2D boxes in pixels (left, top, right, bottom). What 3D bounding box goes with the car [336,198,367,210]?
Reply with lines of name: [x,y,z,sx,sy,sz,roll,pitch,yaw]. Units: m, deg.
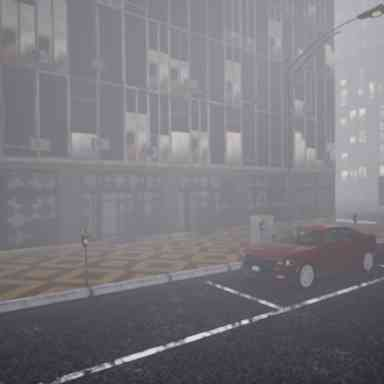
car: [17.879,1.336,38.987,1.752,1.417,4.829,0,1,-35]

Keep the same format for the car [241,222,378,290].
car: [3.322,1.555,9.115,4.507,1.381,1.887,0,-1,-36]
